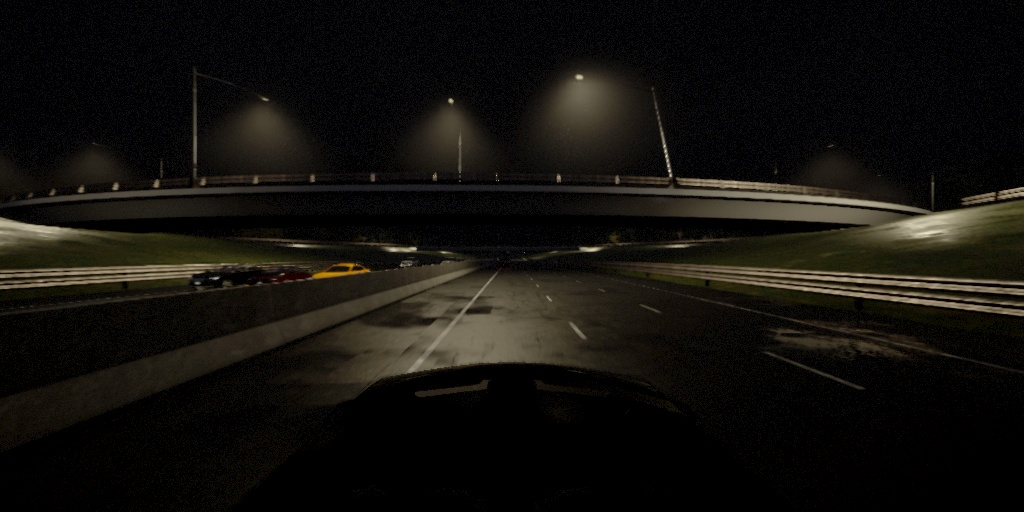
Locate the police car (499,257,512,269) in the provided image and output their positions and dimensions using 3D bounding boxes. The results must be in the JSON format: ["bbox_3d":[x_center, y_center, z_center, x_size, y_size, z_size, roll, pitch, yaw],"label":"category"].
[{"bbox_3d":[-1.368,1.415,64.302,1.930,1.638,5.238,0,0,-1],"label":"police car"}]

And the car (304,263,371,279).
[{"bbox_3d":[-10.610,1.243,22.678,1.882,1.535,5.008,0,0,0],"label":"car"}]

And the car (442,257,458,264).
[{"bbox_3d":[-10.813,1.209,63.033,2.150,2.045,5.566,0,0,0],"label":"car"}]

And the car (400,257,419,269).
[{"bbox_3d":[-17.809,1.213,62.873,2.150,2.045,5.566,0,0,0],"label":"car"}]

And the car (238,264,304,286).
[{"bbox_3d":[-14.107,1.332,22.034,1.994,1.385,4.181,0,0,0],"label":"car"}]

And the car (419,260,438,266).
[{"bbox_3d":[-14.318,1.491,63.057,2.128,1.511,4.902,0,0,0],"label":"car"}]

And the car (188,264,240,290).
[{"bbox_3d":[-17.602,1.263,22.531,2.128,1.511,4.902,0,0,0],"label":"car"}]
